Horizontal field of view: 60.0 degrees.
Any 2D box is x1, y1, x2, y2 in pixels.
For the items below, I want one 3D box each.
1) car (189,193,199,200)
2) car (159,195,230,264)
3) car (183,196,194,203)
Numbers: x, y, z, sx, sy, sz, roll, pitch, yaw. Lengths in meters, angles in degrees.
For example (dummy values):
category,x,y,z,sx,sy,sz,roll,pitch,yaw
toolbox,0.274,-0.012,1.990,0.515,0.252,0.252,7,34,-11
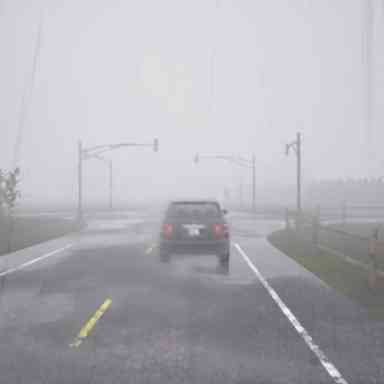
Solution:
category,x,y,z,sx,sy,sz,roll,pitch,yaw
car,0.578,1.125,85.295,2.128,1.511,4.902,0,0,5
car,0.134,1.225,11.939,2.150,2.045,5.566,0,0,2
car,-0.742,1.592,69.704,1.895,1.301,4.718,0,0,4
